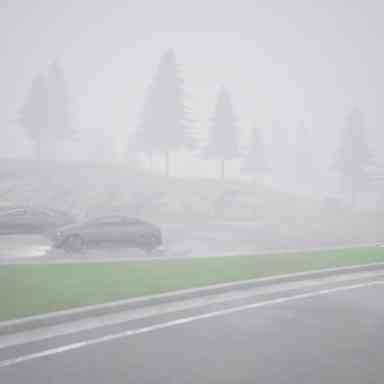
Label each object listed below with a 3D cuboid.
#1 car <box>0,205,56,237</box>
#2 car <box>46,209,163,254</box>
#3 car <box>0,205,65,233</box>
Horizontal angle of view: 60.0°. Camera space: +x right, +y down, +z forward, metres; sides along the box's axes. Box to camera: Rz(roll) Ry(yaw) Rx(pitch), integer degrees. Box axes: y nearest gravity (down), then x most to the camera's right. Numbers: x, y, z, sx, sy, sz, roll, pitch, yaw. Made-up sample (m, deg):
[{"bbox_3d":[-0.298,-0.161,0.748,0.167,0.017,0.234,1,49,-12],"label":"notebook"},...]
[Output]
[{"bbox_3d":[-7.873,1.427,15.717,4.902,1.511,2.128,1,0,-10],"label":"car"},{"bbox_3d":[-3.229,1.546,13.093,4.181,1.385,1.994,1,0,-14],"label":"car"},{"bbox_3d":[-10.197,1.462,18.747,5.357,1.411,2.033,1,0,-8],"label":"car"}]
